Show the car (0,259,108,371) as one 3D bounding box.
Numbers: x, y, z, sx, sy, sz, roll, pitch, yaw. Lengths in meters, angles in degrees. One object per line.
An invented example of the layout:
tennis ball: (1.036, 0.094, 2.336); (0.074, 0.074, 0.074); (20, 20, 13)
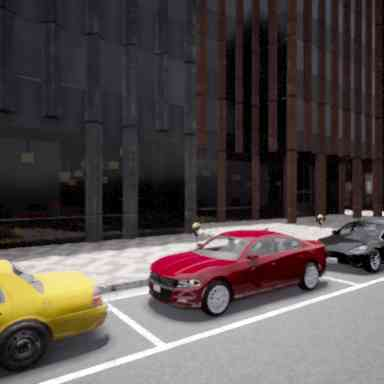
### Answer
car: (-3.545, 1.525, 4.121); (4.829, 1.417, 1.752); (0, 0, -35)

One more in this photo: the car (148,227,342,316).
car: (1.184, 1.549, 7.492); (4.507, 1.381, 1.887); (0, 0, -35)

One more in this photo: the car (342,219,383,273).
car: (5.773, 1.576, 10.764); (4.313, 1.339, 1.947); (0, 0, -35)
